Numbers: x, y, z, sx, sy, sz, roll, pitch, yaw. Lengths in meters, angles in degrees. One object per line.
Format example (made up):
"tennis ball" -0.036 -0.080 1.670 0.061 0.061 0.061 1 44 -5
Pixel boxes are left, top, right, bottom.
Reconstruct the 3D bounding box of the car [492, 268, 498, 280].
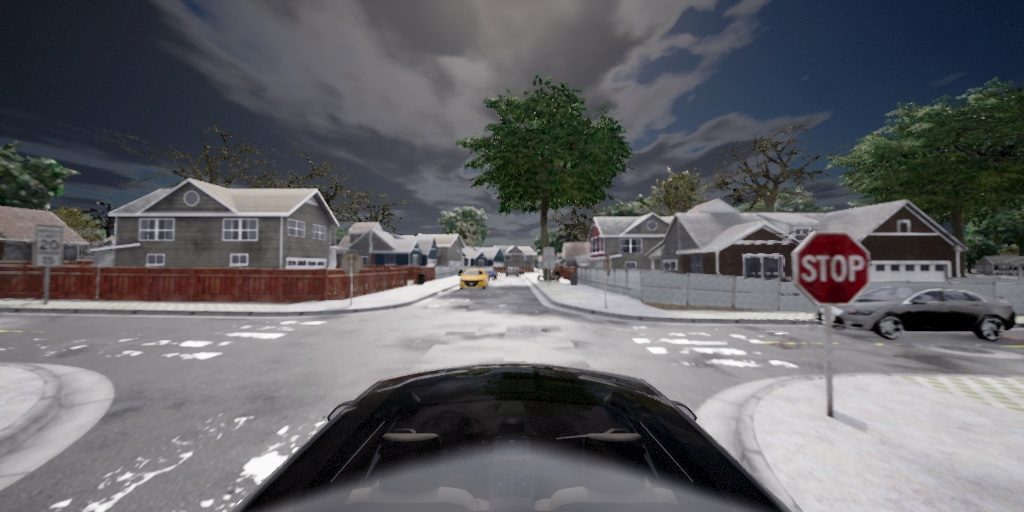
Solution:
"car" -2.795 2.121 43.605 1.812 1.442 4.674 0 -1 0

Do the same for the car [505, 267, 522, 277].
"car" 0.045 2.305 53.187 2.128 1.511 4.902 0 -1 1

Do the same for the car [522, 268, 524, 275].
"car" 0.948 2.596 63.368 1.812 1.442 4.674 0 -2 13

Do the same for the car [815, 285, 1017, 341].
"car" 12.095 1.649 10.951 4.902 1.511 2.128 1 -2 -1

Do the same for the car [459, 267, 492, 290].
"car" -2.832 1.707 27.452 1.882 1.535 5.008 0 -1 0
